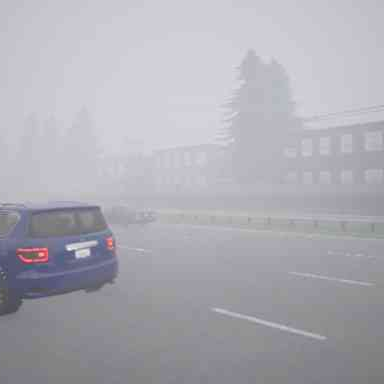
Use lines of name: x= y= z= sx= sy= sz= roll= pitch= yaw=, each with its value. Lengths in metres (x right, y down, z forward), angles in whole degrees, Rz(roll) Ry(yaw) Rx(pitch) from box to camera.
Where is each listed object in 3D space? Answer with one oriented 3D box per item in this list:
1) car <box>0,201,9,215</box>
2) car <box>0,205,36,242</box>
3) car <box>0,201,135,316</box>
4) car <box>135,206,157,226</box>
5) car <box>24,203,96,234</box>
car: x=-21.820 y=1.735 z=36.172 sx=4.181 sy=1.385 sz=1.994 roll=-1 pitch=0 yaw=40
car: x=-10.365 y=1.555 z=17.601 sx=5.008 sy=1.535 sz=1.882 roll=-1 pitch=0 yaw=40
car: x=-4.084 y=1.246 z=7.854 sx=5.566 sy=2.045 sz=2.150 roll=-1 pitch=0 yaw=40
car: x=-4.734 y=1.528 z=22.027 sx=5.357 sy=1.411 sz=2.033 roll=-1 pitch=0 yaw=40
car: x=-8.159 y=1.514 z=20.318 sx=5.008 sy=1.535 sz=1.882 roll=-1 pitch=0 yaw=40
